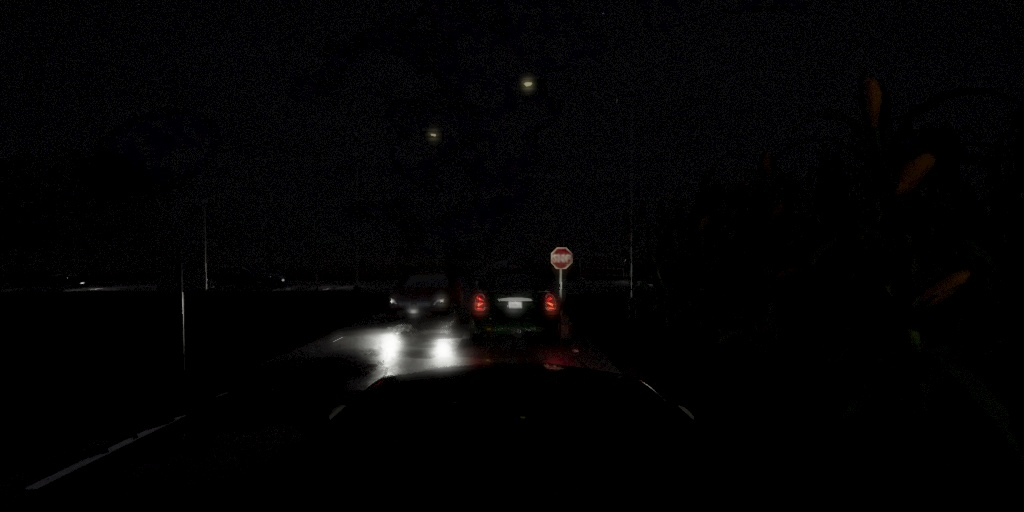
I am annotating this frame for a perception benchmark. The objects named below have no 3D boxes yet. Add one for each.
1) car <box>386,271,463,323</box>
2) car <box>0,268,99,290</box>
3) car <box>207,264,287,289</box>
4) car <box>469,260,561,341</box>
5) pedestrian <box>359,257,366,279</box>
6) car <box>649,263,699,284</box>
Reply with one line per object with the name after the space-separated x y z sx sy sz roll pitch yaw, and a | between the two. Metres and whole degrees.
-2.762 1.270 12.297 1.812 1.442 4.674 0 0 -1 | car
-30.027 1.445 23.197 4.718 1.301 1.895 0 2 0 | car
-17.331 1.300 23.269 4.902 1.511 2.128 0 2 0 | car
0.027 1.098 10.000 2.097 1.767 4.553 0 0 -1 | car
-12.252 0.983 29.271 0.375 1.860 0.375 0 2 0 | pedestrian
12.556 1.251 26.408 4.674 1.442 1.812 0 2 -1 | car
